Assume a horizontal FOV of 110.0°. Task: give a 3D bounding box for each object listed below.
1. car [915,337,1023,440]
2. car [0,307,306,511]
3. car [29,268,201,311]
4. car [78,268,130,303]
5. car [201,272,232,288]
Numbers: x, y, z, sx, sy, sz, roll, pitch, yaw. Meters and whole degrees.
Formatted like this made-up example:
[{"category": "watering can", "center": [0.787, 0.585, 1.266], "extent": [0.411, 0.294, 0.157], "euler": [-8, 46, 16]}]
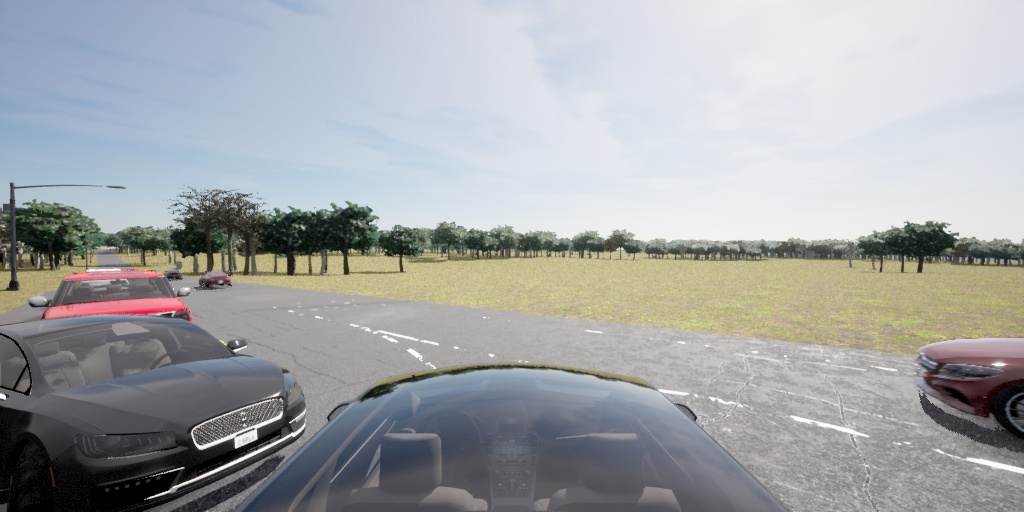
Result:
[{"category": "car", "center": [7.320, 1.293, 3.398], "extent": [4.674, 1.442, 1.812], "euler": [-1, 0, 41]}, {"category": "car", "center": [-4.564, 1.445, 3.981], "extent": [4.892, 1.490, 1.837], "euler": [-3, -3, 21]}, {"category": "car", "center": [-9.480, 1.386, 8.621], "extent": [5.566, 2.045, 2.150], "euler": [-2, 0, 41]}, {"category": "car", "center": [-28.082, 1.890, 24.687], "extent": [5.566, 2.045, 2.150], "euler": [-2, 0, 41]}, {"category": "car", "center": [-28.120, 2.219, 33.954], "extent": [4.674, 1.442, 1.812], "euler": [-2, 0, 41]}]
